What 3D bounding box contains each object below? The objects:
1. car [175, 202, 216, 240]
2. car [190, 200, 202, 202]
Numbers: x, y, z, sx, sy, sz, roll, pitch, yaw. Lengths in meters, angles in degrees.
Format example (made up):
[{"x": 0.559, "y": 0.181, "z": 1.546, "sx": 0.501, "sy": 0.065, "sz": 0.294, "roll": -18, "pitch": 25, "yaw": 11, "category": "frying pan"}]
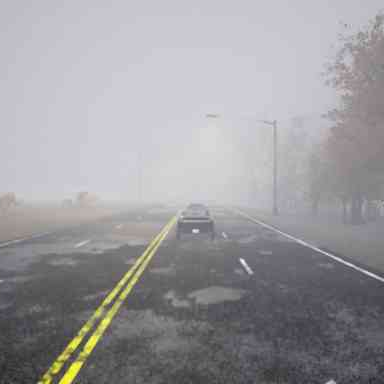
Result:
[{"x": 0.176, "y": 1.502, "z": 17.026, "sx": 2.128, "sy": 1.511, "sz": 4.902, "roll": 0, "pitch": 0, "yaw": 0, "category": "car"}, {"x": 0.457, "y": 1.578, "z": 38.168, "sx": 1.994, "sy": 1.385, "sz": 4.181, "roll": 0, "pitch": 0, "yaw": 1, "category": "car"}]
